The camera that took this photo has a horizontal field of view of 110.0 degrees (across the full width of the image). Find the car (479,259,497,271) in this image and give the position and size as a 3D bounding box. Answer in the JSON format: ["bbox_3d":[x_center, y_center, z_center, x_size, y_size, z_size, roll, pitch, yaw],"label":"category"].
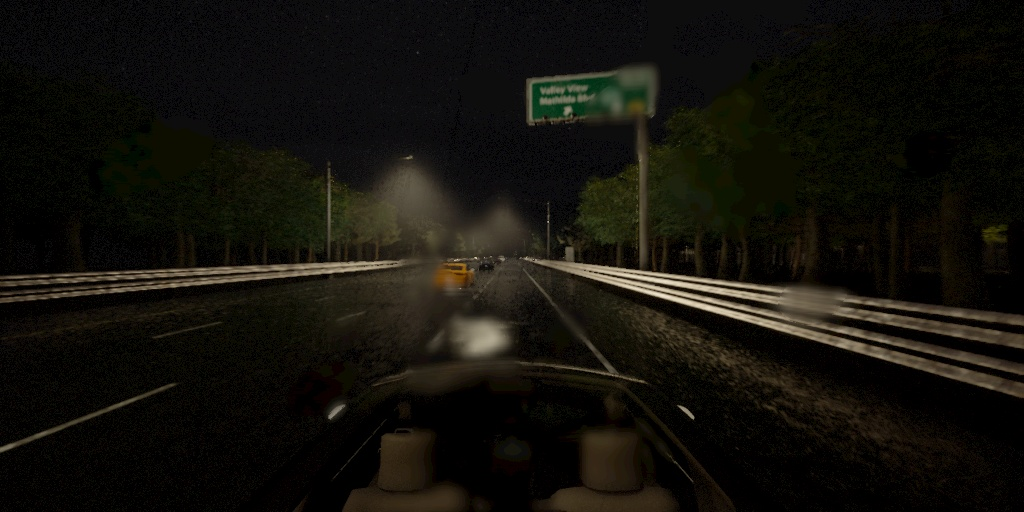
[{"bbox_3d":[-3.508,1.323,50.603,1.994,1.385,4.181,0,0,0],"label":"car"}]

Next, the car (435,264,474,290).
[{"bbox_3d":[-3.505,1.230,22.632,1.882,1.535,5.008,0,0,0],"label":"car"}]
